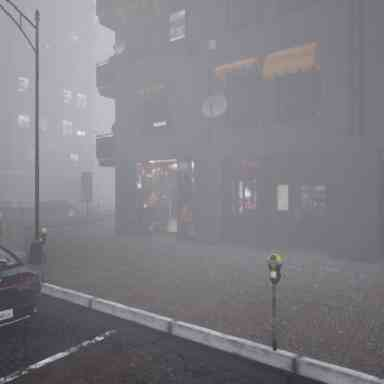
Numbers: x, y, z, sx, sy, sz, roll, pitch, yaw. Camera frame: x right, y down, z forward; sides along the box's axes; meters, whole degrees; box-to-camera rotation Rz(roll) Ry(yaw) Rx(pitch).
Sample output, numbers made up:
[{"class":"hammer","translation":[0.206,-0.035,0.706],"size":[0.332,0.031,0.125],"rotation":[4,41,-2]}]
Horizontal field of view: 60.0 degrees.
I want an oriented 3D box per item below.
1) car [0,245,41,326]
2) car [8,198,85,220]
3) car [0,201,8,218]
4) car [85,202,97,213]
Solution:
[{"class":"car","translation":[-4.503,1.551,6.078],"size":[4.403,1.369,2.008],"rotation":[0,0,35]},{"class":"car","translation":[-11.116,1.283,25.826],"size":[1.837,1.490,4.892],"rotation":[0,1,35]},{"class":"car","translation":[-14.082,1.350,26.081],"size":[2.008,1.369,4.403],"rotation":[1,1,35]},{"class":"car","translation":[-10.996,1.250,30.509],"size":[1.752,1.417,4.829],"rotation":[1,1,35]}]
